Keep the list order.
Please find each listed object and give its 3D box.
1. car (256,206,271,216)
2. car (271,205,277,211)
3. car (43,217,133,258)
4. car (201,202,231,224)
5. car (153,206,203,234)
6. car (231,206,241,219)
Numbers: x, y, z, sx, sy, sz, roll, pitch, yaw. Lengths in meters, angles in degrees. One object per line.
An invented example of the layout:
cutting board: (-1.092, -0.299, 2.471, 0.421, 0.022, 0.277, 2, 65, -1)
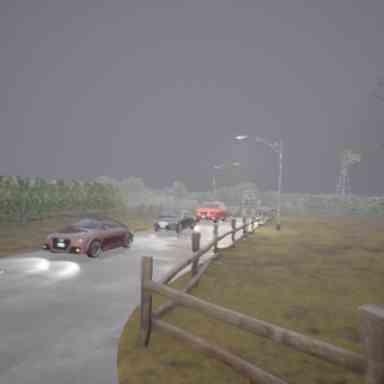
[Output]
car: (10.160, 2.897, 49.350, 1.837, 1.490, 4.892, 2, -1, 18)
car: (19.165, 3.912, 78.183, 2.128, 1.511, 4.902, 2, -1, 18)
car: (-4.139, 1.782, 13.931, 1.994, 1.385, 4.181, 2, -1, 18)
car: (1.925, 1.990, 33.013, 2.150, 2.045, 5.566, 2, -1, 19)
car: (-1.123, 1.982, 23.427, 2.128, 1.511, 4.902, 2, -1, 18)
car: (5.115, 2.569, 43.002, 1.837, 1.490, 4.892, 2, -1, 18)
